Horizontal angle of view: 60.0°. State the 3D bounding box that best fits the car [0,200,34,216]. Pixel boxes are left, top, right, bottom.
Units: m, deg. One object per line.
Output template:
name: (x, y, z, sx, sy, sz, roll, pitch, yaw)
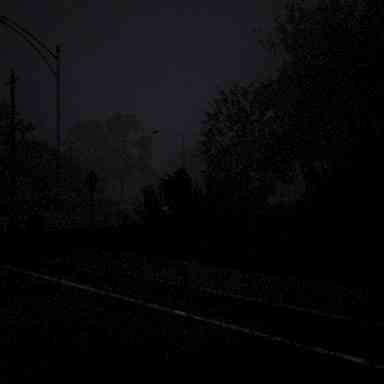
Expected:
car: (-16.994, 1.451, 30.285, 1.882, 1.535, 5.008, 0, 0, 32)
